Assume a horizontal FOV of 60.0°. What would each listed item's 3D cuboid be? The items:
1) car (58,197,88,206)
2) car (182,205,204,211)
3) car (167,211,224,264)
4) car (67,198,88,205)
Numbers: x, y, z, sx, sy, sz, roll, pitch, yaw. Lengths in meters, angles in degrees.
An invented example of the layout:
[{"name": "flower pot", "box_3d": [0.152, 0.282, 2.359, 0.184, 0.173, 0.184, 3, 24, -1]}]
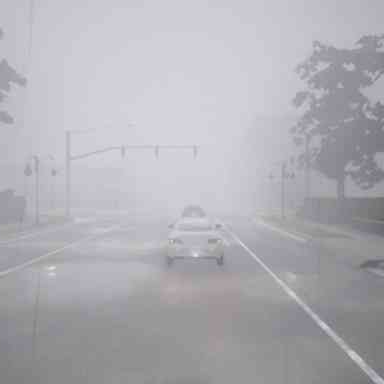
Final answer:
[{"name": "car", "box_3d": [-23.311, 1.800, 64.183, 4.611, 1.667, 2.242, 0, 0, 1]}, {"name": "car", "box_3d": [0.100, 1.794, 29.191, 1.994, 1.385, 4.181, 0, 0, 0]}, {"name": "car", "box_3d": [0.099, 1.622, 12.101, 1.812, 1.442, 4.674, 0, 0, 0]}, {"name": "car", "box_3d": [-24.028, 2.006, 69.932, 3.806, 1.475, 1.970, 0, 0, 1]}]
